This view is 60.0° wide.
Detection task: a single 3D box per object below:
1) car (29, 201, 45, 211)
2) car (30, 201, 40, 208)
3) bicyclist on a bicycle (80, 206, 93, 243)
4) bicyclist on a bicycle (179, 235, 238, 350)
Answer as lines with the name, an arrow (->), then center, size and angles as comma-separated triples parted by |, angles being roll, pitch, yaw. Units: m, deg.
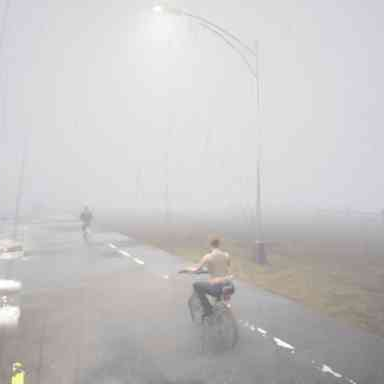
car -> -25.435, 2.415, 54.966 | 2.128, 1.511, 4.902 | 0, -2, -28
car -> -33.946, 2.727, 71.807 | 1.837, 1.490, 4.892 | 0, -1, -27
bicyclist on a bicycle -> -5.182, 1.562, 16.265 | 0.659, 1.776, 1.843 | 0, 0, -27
bicyclist on a bicycle -> 0.289, 1.470, 5.248 | 0.866, 1.612, 1.509 | 0, -1, -26
